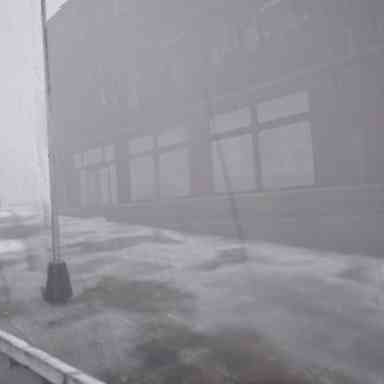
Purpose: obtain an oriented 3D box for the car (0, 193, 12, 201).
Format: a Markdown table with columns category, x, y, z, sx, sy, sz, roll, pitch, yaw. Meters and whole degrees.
| category | x | y | z | sx | sy | sz | roll | pitch | yaw |
| --- | --- | --- | --- | --- | --- | --- | --- | --- | --- |
| car | -34.036 | 0.994 | 58.493 | 2.033 | 1.411 | 5.357 | -5 | 2 | 3 |
